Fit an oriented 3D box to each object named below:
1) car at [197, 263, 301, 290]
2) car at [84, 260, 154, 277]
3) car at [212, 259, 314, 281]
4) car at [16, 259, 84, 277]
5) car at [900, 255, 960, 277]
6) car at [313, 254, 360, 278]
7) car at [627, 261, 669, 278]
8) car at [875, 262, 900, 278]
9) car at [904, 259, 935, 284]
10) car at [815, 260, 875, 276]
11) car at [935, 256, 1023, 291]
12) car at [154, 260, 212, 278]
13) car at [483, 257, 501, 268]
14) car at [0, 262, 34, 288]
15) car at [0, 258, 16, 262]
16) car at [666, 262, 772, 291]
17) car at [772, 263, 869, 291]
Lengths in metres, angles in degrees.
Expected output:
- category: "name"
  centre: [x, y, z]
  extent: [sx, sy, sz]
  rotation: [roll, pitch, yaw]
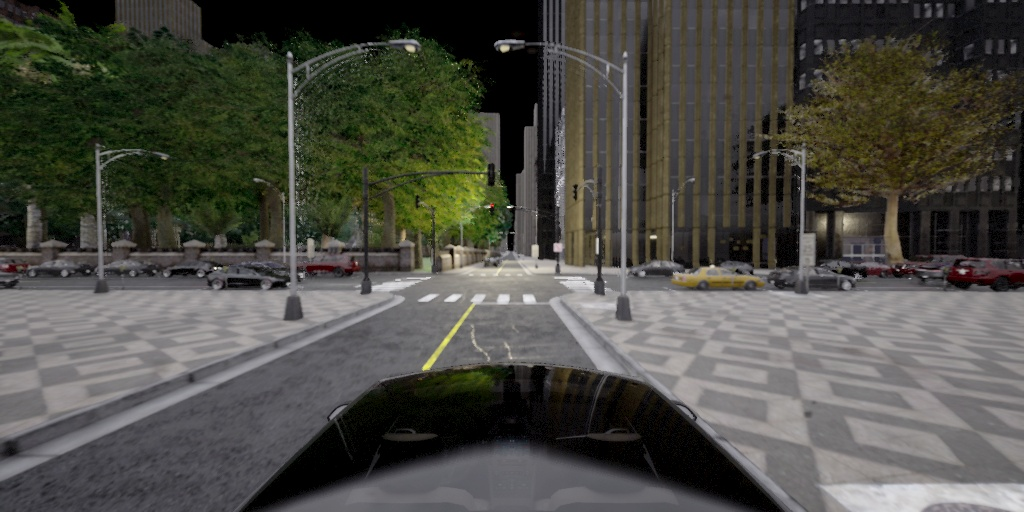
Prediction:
- category: "car"
  centre: [-15.072, 1.246, 20.728]
  extent: [4.313, 1.339, 1.948]
  rotation: [0, 0, 0]
- category: "car"
  centre: [-31.405, 1.003, 29.335]
  extent: [4.403, 1.370, 2.007]
  rotation: [0, 0, 0]
- category: "car"
  centre: [-16.193, 1.105, 23.476]
  extent: [4.902, 1.511, 2.128]
  rotation: [0, 2, 0]
- category: "car"
  centre: [-36.862, 1.002, 29.363]
  extent: [4.403, 1.370, 2.007]
  rotation: [0, 0, 0]
- category: "car"
  centre: [33.679, 0.827, 28.998]
  extent: [5.009, 1.841, 2.192]
  rotation: [0, 0, 0]
- category: "car"
  centre: [-15.037, 0.772, 29.250]
  extent: [5.009, 1.841, 2.192]
  rotation: [0, 0, 0]
- category: "car"
  centre: [11.627, 1.032, 29.112]
  extent: [4.403, 1.370, 2.007]
  rotation: [0, 0, 0]
- category: "car"
  centre: [28.166, 1.086, 29.026]
  extent: [4.207, 1.307, 1.802]
  rotation: [0, 0, 0]
- category: "car"
  centre: [29.222, 1.149, 23.240]
  extent: [4.902, 1.511, 2.128]
  rotation: [0, 2, 0]
- category: "car"
  centre: [23.062, 1.045, 26.369]
  extent: [5.008, 1.535, 1.882]
  rotation: [0, 2, 0]
- category: "car"
  centre: [28.130, 1.042, 20.504]
  extent: [5.009, 1.841, 2.192]
  rotation: [0, 0, 0]
- category: "car"
  centre: [-25.949, 1.020, 29.307]
  extent: [4.313, 1.339, 1.948]
  rotation: [0, 0, 0]
- category: "car"
  centre: [-3.079, 0.889, 52.231]
  extent: [1.882, 1.535, 5.008]
  rotation: [0, 0, 0]
- category: "car"
  centre: [-31.442, 1.227, 20.813]
  extent: [4.403, 1.370, 2.007]
  rotation: [0, 0, 0]
- category: "car"
  centre: [-42.318, 0.890, 29.392]
  extent: [4.097, 1.591, 1.967]
  rotation: [0, 0, 0]
- category: "car"
  centre: [11.762, 1.231, 20.589]
  extent: [4.829, 1.417, 1.751]
  rotation: [0, 0, 0]
- category: "car"
  centre: [17.105, 1.263, 20.561]
  extent: [4.403, 1.370, 2.007]
  rotation: [0, 0, 0]
